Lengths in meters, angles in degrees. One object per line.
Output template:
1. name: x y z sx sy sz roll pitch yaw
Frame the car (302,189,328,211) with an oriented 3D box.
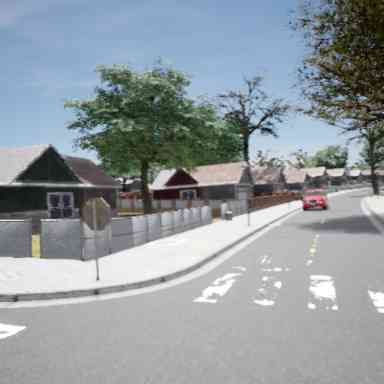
1. car: 12.585 0.765 33.924 2.150 2.045 5.566 -4 0 25
